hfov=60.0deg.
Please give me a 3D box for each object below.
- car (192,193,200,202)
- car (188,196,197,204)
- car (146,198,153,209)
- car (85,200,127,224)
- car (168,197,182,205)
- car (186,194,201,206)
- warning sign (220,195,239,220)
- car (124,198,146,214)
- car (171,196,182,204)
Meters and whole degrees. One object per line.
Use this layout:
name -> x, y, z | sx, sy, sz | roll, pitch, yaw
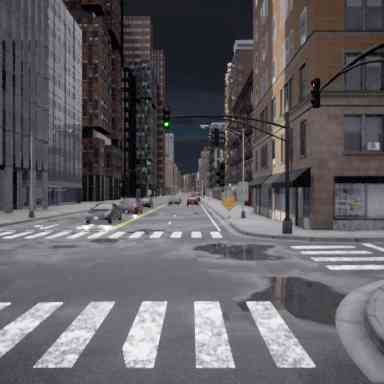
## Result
car -> 0.982, 1.359, 85.624 | 2.150, 2.045, 5.566 | 0, 0, 0
car -> 0.096, 1.596, 65.019 | 1.837, 1.490, 4.892 | 0, 0, 0
car -> -6.581, 1.538, 46.638 | 1.882, 1.535, 5.008 | 0, 0, 0
car -> -6.605, 1.556, 25.430 | 1.812, 1.442, 4.674 | 0, 0, 2
car -> -3.146, 1.682, 59.321 | 1.895, 1.301, 4.718 | 0, 0, 0
car -> 0.105, 1.551, 54.780 | 1.882, 1.535, 5.008 | 0, 0, 0
warning sign -> 2.856, 1.146, 25.590 | 1.300, 1.860, 1.060 | 0, 0, 0
car -> -6.594, 1.396, 35.650 | 2.097, 1.767, 4.553 | 0, 0, 0
car -> -3.148, 1.647, 69.580 | 2.033, 1.411, 5.357 | 0, 0, 0
